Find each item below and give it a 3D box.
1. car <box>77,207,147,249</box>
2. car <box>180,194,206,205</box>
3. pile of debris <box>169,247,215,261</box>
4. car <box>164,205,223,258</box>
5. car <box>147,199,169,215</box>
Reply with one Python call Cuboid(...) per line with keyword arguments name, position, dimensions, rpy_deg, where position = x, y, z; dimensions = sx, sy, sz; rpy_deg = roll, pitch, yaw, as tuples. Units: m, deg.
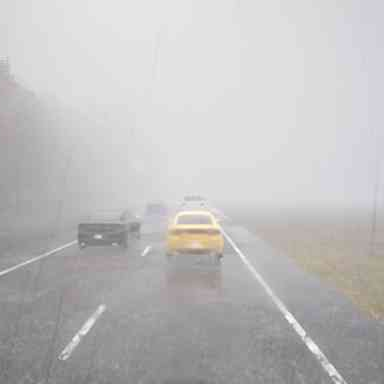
Cuboid(name="car", position=(-3.402, 1.471, 14.546), dimensions=(1.882, 1.535, 5.008), rpy_deg=(0, 0, 0))
Cuboid(name="car", position=(0.096, 1.209, 30.932), dimensions=(2.150, 2.045, 5.566), rpy_deg=(0, 0, 0))
Cuboid(name="pile of debris", position=(-0.001, 2.170, 11.652), dimensions=(1.500, 0.140, 1.860), rpy_deg=(0, 0, 0))
Cuboid(name="car", position=(0.090, 1.471, 12.851), dimensions=(1.882, 1.535, 5.008), rpy_deg=(0, 0, 0))
Cuboid(name="car", position=(-3.404, 1.464, 33.339), dimensions=(1.882, 1.535, 5.008), rpy_deg=(0, 0, 0))
